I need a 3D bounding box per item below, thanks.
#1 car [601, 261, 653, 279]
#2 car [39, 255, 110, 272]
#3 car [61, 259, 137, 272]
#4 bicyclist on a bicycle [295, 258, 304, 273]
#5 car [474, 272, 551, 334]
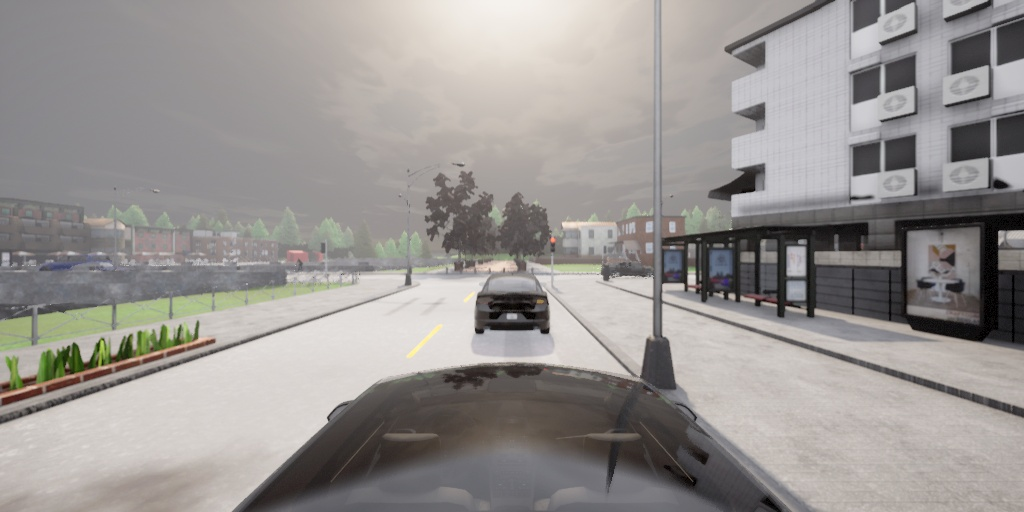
[{"bbox_3d":[10.326,1.209,31.435,4.892,1.490,1.837,0,-1,0],"label":"car"},{"bbox_3d":[-42.713,0.927,35.275,5.566,2.045,2.150,0,0,0],"label":"car"},{"bbox_3d":[-35.583,1.236,31.206,4.674,1.442,1.812,0,0,0],"label":"car"},{"bbox_3d":[-23.493,1.048,39.614,0.582,1.620,1.656,0,0,0],"label":"bicyclist on a bicycle"},{"bbox_3d":[0.018,1.216,10.581,1.882,1.535,5.008,0,0,0],"label":"car"}]
